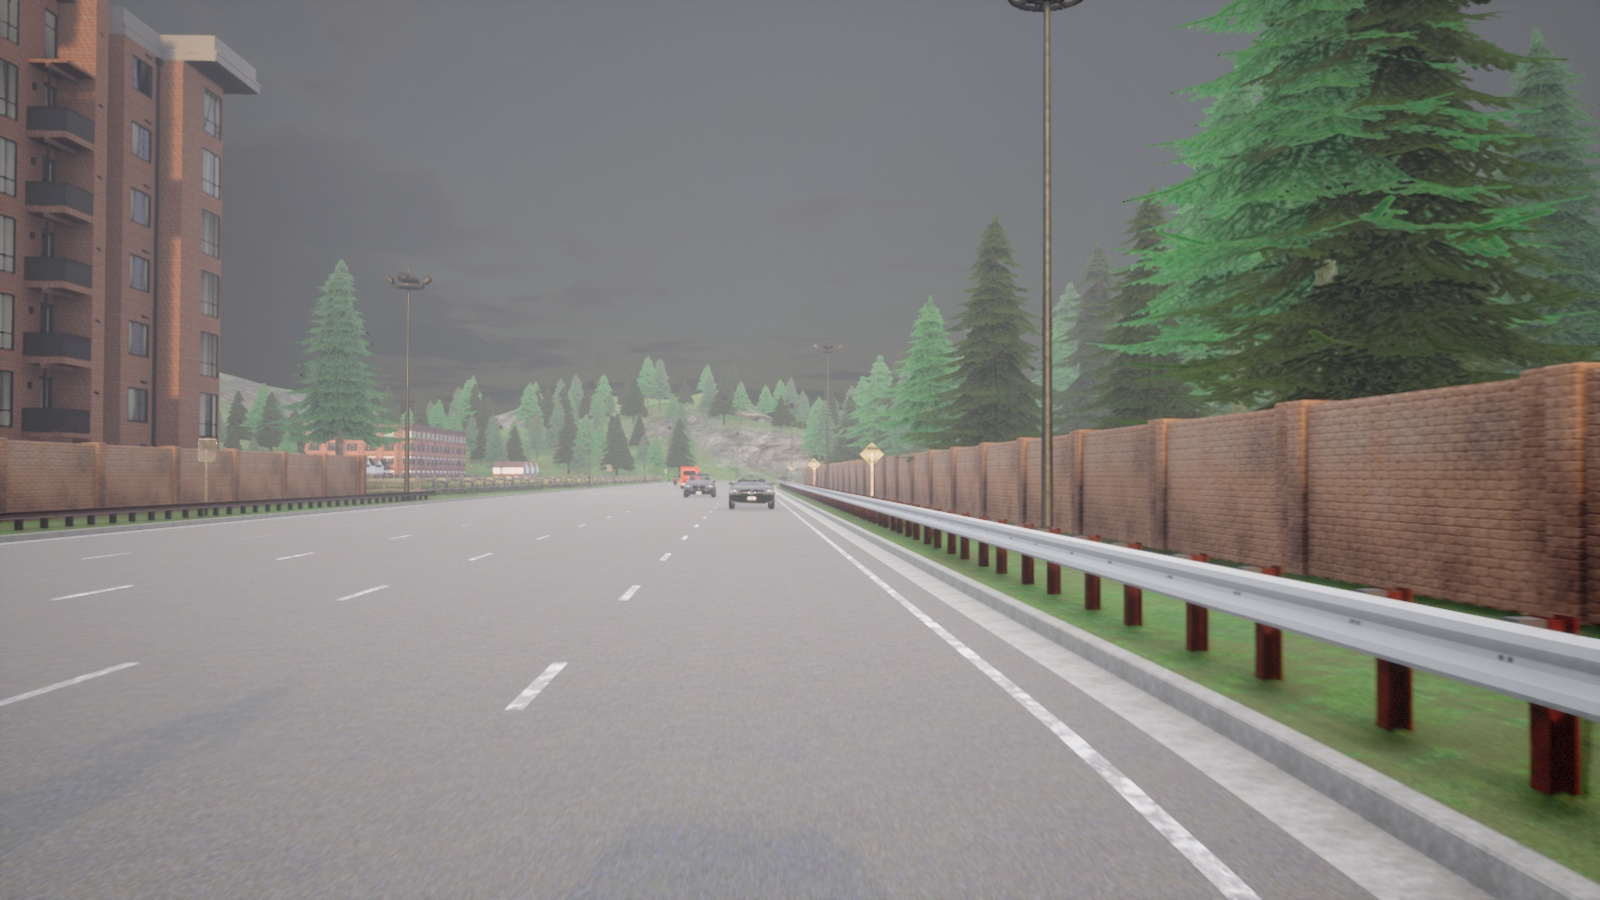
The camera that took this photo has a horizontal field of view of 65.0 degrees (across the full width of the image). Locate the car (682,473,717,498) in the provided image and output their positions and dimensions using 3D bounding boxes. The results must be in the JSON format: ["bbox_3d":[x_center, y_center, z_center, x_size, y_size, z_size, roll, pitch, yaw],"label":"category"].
[{"bbox_3d":[-7.001,2.473,87.838,2.242,1.667,4.611,0,-1,-2],"label":"car"}]

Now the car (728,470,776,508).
[{"bbox_3d":[-2.267,1.797,58.700,2.152,1.651,5.027,0,-1,-2],"label":"car"}]
